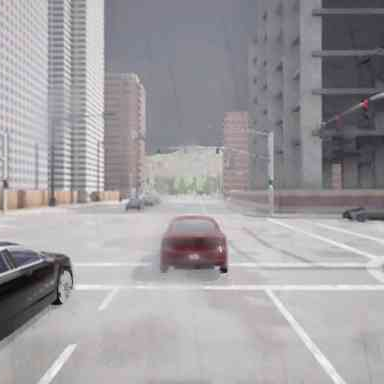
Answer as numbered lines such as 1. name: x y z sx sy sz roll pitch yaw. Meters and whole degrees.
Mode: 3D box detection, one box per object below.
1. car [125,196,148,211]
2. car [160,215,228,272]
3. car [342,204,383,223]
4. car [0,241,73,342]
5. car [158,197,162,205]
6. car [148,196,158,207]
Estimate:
1. car: -7.209 1.571 42.439 1.837 1.490 4.892 0 0 1
2. car: 0.045 1.494 10.882 1.882 1.535 5.008 0 0 0
3. car: 13.947 1.604 25.738 4.181 1.385 1.994 0 0 0
4. car: -3.430 1.499 5.172 2.128 1.511 4.902 0 0 0
5. car: -6.831 1.644 62.541 2.033 1.411 5.357 0 0 1
6. car: -7.048 1.433 52.273 2.097 1.767 4.553 0 0 1
